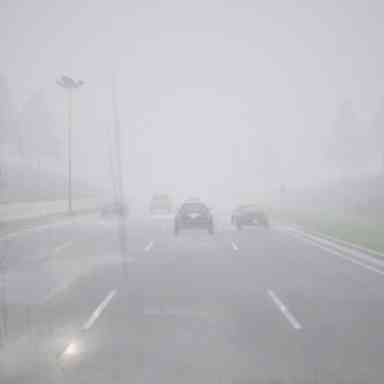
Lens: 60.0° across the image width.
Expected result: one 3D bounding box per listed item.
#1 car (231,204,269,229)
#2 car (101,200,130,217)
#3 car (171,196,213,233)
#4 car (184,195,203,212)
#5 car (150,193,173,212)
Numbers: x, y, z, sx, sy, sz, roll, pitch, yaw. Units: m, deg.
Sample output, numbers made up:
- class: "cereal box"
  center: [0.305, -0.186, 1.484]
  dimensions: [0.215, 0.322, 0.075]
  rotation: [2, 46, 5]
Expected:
- class: "car"
  center: [3.597, 1.490, 21.090]
  dimensions: [1.812, 1.442, 4.674]
  rotation: [0, 0, 0]
- class: "car"
  center: [-6.893, 1.439, 30.410]
  dimensions: [2.128, 1.511, 4.902]
  rotation: [0, 0, 0]
- class: "car"
  center: [0.097, 1.318, 19.559]
  dimensions: [2.097, 1.767, 4.553]
  rotation: [0, 0, 0]
- class: "car"
  center: [0.220, 1.287, 38.206]
  dimensions: [2.097, 1.767, 4.553]
  rotation: [0, 0, 1]
- class: "car"
  center: [-3.313, 1.158, 37.187]
  dimensions: [2.150, 2.045, 5.566]
  rotation: [0, 0, 1]
